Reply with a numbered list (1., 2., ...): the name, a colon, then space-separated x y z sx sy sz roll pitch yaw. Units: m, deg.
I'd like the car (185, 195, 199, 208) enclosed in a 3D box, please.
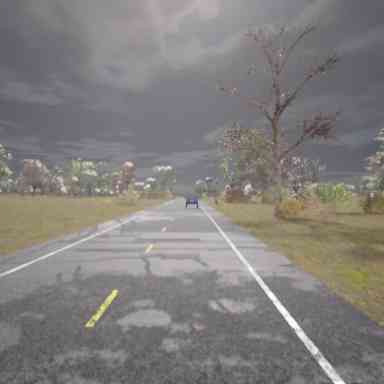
1. car: -0.009 1.441 53.233 2.150 2.045 5.566 0 0 0
